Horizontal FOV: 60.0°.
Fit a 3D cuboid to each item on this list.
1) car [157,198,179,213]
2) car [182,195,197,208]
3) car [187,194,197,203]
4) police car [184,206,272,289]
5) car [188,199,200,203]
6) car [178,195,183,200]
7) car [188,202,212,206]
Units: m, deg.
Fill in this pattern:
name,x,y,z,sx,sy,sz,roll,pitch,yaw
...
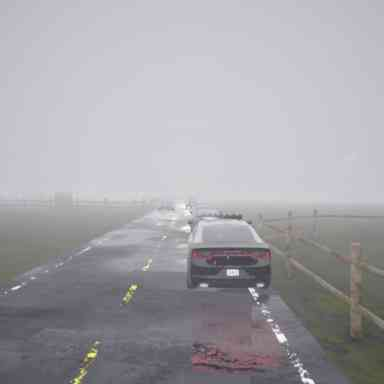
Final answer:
name,x,y,z,sx,sy,sz,roll,pitch,yaw
car,-2.841,1.596,37.673,1.895,1.301,4.718,0,0,0
car,0.039,1.540,45.761,2.033,1.411,5.357,0,0,1
car,0.018,1.336,66.929,2.097,1.767,4.553,0,0,0
police car,0.826,1.424,9.319,1.930,1.638,5.238,0,0,0
car,0.830,1.523,25.209,1.812,1.442,4.674,0,0,0
car,-2.728,1.537,85.248,1.994,1.385,4.181,0,0,0
car,0.829,1.523,19.209,1.812,1.442,4.674,0,0,0
